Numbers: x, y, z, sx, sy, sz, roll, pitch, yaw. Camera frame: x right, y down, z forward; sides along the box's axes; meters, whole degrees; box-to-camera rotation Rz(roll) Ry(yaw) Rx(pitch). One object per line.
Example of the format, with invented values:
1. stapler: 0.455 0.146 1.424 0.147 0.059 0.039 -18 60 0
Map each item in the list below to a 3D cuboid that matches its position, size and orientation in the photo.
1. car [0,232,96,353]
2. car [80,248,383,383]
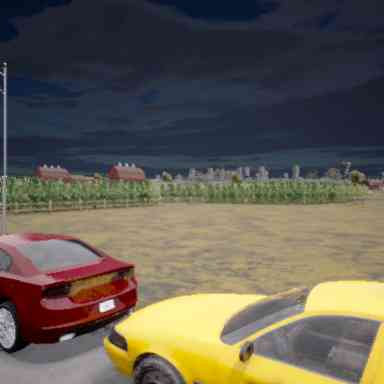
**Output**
1. car: -3.250 1.514 6.296 5.008 1.535 1.882 0 0 36
2. car: 1.470 1.473 2.902 5.366 1.575 1.801 0 0 36
